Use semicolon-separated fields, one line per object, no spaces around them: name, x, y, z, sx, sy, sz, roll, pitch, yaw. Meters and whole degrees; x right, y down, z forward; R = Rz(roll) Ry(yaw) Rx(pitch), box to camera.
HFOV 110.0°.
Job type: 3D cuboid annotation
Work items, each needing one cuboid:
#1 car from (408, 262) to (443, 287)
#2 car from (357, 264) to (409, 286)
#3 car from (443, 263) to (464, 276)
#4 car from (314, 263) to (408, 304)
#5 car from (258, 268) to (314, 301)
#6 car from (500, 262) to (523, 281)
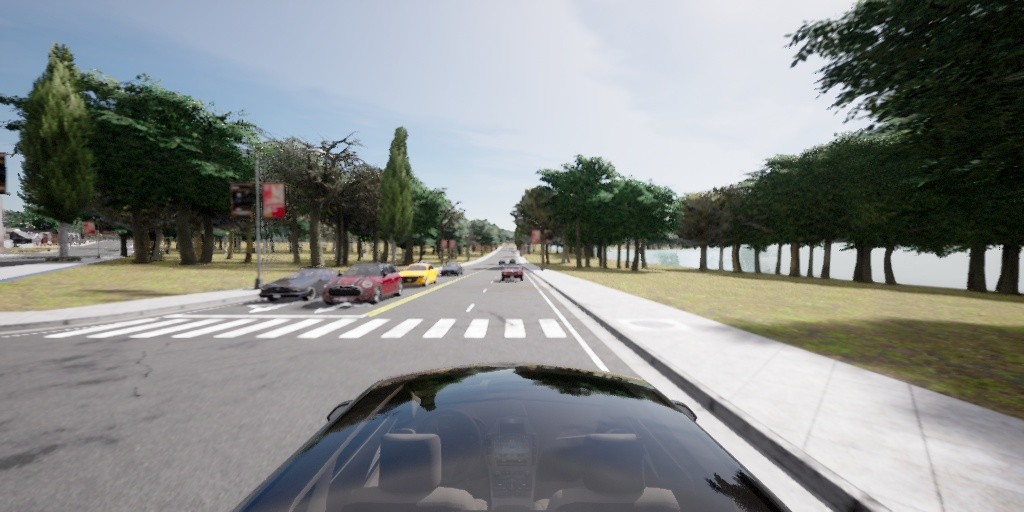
car;-6.540;1.289;25.411;1.882;1.535;5.008;0;0;0
car;-9.773;1.367;27.695;2.033;1.411;5.357;0;0;1
car;-6.497;1.477;39.794;2.033;1.411;5.357;0;-1;1
car;-6.540;1.117;16.198;2.097;1.767;4.553;0;0;0
car;-9.780;1.312;17.619;2.033;1.411;5.357;0;0;1
car;0.034;1.472;32.177;1.895;1.301;4.718;0;-1;0
